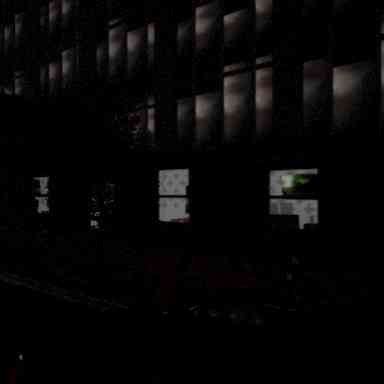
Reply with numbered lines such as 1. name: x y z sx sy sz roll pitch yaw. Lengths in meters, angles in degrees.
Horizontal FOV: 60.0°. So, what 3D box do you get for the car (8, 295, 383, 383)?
1. car: 0.176 1.585 2.750 4.206 1.307 1.802 0 0 36
